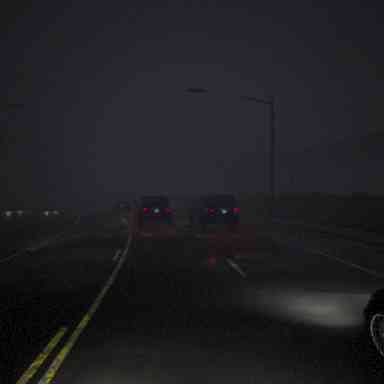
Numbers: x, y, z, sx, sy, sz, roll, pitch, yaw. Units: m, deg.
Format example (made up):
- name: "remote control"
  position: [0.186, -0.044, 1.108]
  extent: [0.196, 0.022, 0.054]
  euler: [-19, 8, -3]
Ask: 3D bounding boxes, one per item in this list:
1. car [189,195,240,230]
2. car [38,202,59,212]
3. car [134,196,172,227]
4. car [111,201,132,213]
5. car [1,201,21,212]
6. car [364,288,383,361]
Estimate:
- name: "car"
  position: [1.270, 1.221, 21.117]
  extent: [2.150, 2.045, 5.566]
  euler: [0, -1, -11]
- name: "car"
  position: [-21.176, 2.110, 48.860]
  extent: [2.033, 1.411, 5.357]
  euler: [0, -1, -36]
- name: "car"
  position: [-2.808, 1.278, 23.348]
  extent: [2.150, 2.045, 5.566]
  euler: [0, 0, -13]
- name: "car"
  position: [-8.757, 1.812, 41.316]
  extent: [2.128, 1.511, 4.902]
  euler: [0, -1, -23]
- name: "car"
  position: [-27.995, 2.210, 51.433]
  extent: [1.837, 1.490, 4.892]
  euler: [0, -1, -44]
- name: "car"
  position: [3.402, 1.485, 2.772]
  extent: [1.812, 1.442, 4.674]
  euler: [0, 1, -2]
